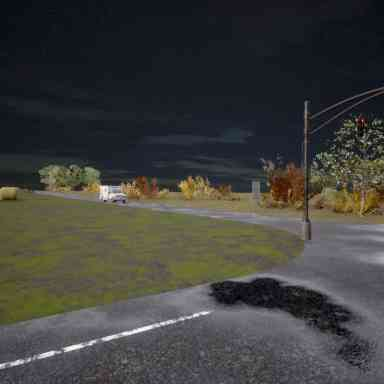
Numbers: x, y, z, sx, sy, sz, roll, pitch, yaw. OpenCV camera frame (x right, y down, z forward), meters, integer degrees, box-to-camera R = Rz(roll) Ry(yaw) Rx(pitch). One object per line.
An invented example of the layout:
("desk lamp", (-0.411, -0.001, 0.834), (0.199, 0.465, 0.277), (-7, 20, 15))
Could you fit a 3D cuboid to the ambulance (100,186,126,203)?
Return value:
("ambulance", (-11.912, 0.341, 50.044), (2.351, 2.431, 6.366), (2, 0, -32))
